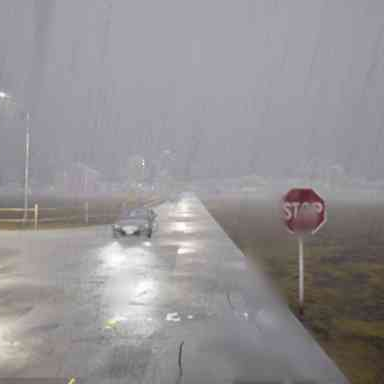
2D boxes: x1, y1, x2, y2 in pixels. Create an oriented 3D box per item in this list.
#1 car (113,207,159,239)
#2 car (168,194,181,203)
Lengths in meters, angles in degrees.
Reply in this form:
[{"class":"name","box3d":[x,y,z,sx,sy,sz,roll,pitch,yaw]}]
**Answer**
[{"class":"car","box3d":[-2.796,1.540,17.377,2.128,1.511,4.902,0,0,0]},{"class":"car","box3d":[-2.970,1.212,58.422,1.837,1.490,4.892,0,2,0]}]
